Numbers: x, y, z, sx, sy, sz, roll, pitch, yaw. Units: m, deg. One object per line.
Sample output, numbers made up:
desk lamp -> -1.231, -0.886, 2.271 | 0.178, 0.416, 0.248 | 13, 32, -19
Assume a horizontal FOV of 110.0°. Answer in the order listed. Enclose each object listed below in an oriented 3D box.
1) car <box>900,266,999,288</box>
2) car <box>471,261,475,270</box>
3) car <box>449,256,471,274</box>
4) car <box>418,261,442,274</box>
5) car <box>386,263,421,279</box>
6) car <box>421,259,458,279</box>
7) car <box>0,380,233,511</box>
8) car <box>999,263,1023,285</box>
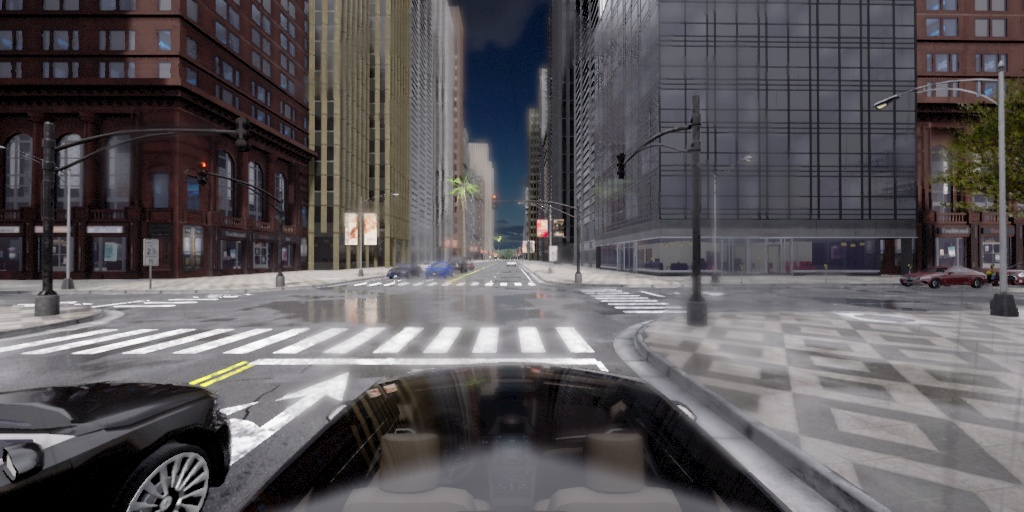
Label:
car -> 26.426, 1.270, 21.987 | 4.207, 1.307, 1.802 | 0, 0, -1
car -> -6.681, 1.400, 53.923 | 1.812, 1.442, 4.674 | 0, 0, 0
car -> -6.678, 1.058, 43.633 | 2.150, 2.045, 5.566 | 0, 0, 0
car -> -9.933, 1.362, 43.680 | 1.812, 1.442, 4.674 | 0, 0, 0
car -> -9.878, 1.354, 33.493 | 2.033, 1.411, 5.357 | 0, 0, 3
car -> -6.658, 1.284, 33.525 | 1.882, 1.535, 5.008 | 0, 0, 2
car -> -3.137, 1.242, 0.886 | 2.128, 1.511, 4.902 | 0, 0, -1
car -> 32.064, 1.112, 22.086 | 4.097, 1.591, 1.967 | 0, 0, -1
